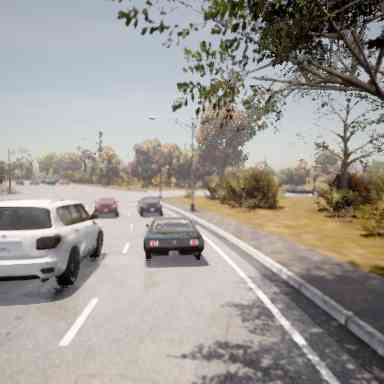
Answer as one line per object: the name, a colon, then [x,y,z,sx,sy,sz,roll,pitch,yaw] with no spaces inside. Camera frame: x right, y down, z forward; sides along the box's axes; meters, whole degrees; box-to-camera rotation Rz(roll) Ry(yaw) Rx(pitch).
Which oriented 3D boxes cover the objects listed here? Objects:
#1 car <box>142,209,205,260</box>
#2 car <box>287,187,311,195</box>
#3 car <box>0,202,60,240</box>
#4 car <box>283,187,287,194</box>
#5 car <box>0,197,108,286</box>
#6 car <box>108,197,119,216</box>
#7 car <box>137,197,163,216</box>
car: [-0.764,1.552,12.257,1.895,1.301,4.718,0,0,-6]
car: [24.078,-0.115,74.073,4.718,1.301,1.895,1,2,-29]
car: [-8.844,1.432,18.024,2.128,1.511,4.902,-1,1,-10]
car: [22.437,-0.399,77.153,4.892,1.490,1.837,1,2,-29]
car: [-4.014,1.214,9.370,2.150,2.045,5.566,0,0,-5]
car: [-7.068,1.169,27.535,1.812,1.442,4.674,-1,2,-13]
car: [-3.565,1.130,27.902,1.812,1.442,4.674,-1,2,-13]
